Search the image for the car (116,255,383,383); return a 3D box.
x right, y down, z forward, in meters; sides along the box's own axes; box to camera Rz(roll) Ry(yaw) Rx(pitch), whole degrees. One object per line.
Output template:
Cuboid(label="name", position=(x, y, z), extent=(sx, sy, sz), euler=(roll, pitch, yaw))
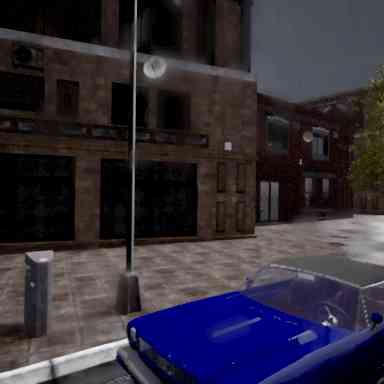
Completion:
Cuboid(label="car", position=(1.528, 1.605, 4.231), extent=(4.718, 1.301, 1.895), euler=(0, 0, -36))
